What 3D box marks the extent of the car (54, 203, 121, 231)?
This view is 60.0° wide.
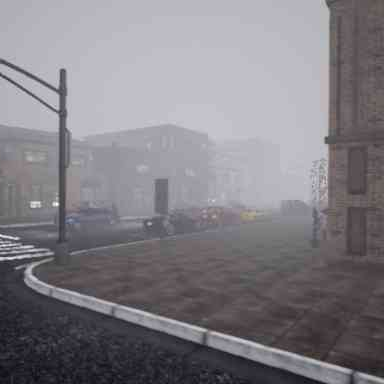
[{"bbox_3d":[-6.922,1.740,22.542,1.812,1.442,4.674,1,0,36],"label":"car"}]

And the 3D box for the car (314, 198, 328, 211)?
[{"bbox_3d":[18.473,2.051,47.441,1.967,1.590,4.097,0,0,36],"label":"car"}]

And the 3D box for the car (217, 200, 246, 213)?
[{"bbox_3d":[5.156,1.854,43.437,1.967,1.590,4.097,0,0,36],"label":"car"}]

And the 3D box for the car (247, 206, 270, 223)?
[{"bbox_3d":[5.462,1.927,29.672,1.752,1.417,4.829,0,0,36],"label":"car"}]

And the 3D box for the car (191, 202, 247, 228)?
[{"bbox_3d":[2.085,1.787,25.058,1.967,1.590,4.097,0,0,36],"label":"car"}]

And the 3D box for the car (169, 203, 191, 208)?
[{"bbox_3d":[-1.115,1.799,30.482,2.128,1.511,4.902,1,0,36],"label":"car"}]

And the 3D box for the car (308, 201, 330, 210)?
[{"bbox_3d":[21.329,2.209,55.708,2.033,1.411,5.357,1,0,35],"label":"car"}]

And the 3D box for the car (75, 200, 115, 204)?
[{"bbox_3d":[-7.953,1.518,25.532,2.192,1.841,5.009,0,0,36],"label":"car"}]

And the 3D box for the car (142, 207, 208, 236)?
[{"bbox_3d":[-1.194,1.860,20.581,1.947,1.339,4.313,0,0,36],"label":"car"}]

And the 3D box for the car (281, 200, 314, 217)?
[{"bbox_3d":[11.918,1.820,38.489,2.192,1.841,5.009,0,0,36],"label":"car"}]

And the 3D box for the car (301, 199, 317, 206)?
[{"bbox_3d":[24.821,2.280,70.296,2.008,1.369,4.403,0,0,36],"label":"car"}]
